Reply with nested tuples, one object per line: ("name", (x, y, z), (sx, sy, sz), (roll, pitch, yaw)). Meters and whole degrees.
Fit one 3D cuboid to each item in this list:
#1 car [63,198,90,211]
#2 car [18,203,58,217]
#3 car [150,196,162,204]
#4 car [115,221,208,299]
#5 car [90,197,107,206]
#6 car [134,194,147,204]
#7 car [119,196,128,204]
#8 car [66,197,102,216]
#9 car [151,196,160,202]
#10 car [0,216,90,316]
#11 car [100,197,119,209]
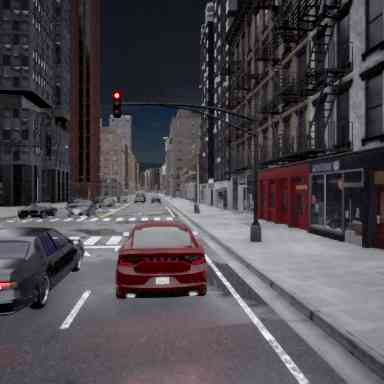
("car", (-14.456, 1.506, 41.835), (2.128, 1.511, 4.902), (0, 0, -6))
("car", (-12.923, 1.608, 28.112), (1.895, 1.301, 4.718), (0, 0, -6))
("car", (-7.052, 1.532, 65.168), (1.837, 1.490, 4.892), (0, 0, -6))
("car", (-0.794, 1.477, 8.568), (1.882, 1.535, 5.008), (0, 0, -6))
("car", (-16.267, 1.571, 58.315), (2.033, 1.411, 5.357), (0, 0, -6))
("car", (-10.410, 1.628, 65.946), (1.895, 1.301, 4.718), (0, 0, -6))
("car", (-13.803, 1.535, 65.992), (1.837, 1.490, 4.892), (0, -1, -6))
("car", (-9.876, 1.500, 30.109), (2.128, 1.511, 4.902), (0, 0, -6))
("car", (-8.304, 1.571, 75.471), (2.033, 1.411, 5.357), (0, 0, -6))
("car", (-3.901, 1.547, 7.702), (2.033, 1.411, 5.357), (0, 0, -6))
("car", (-11.617, 1.520, 45.698), (1.837, 1.490, 4.892), (0, 1, -6))
